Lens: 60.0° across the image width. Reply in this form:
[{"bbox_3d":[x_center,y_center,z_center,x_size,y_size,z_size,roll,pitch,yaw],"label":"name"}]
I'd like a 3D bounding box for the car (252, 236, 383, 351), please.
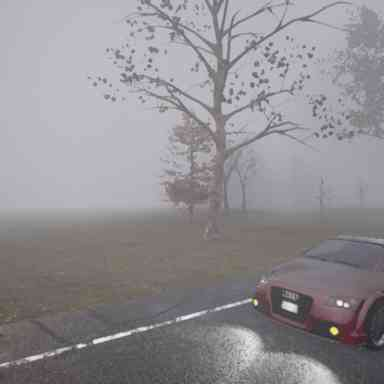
[{"bbox_3d":[3.105,1.562,6.225,4.181,1.385,1.994,0,0,-36],"label":"car"}]
